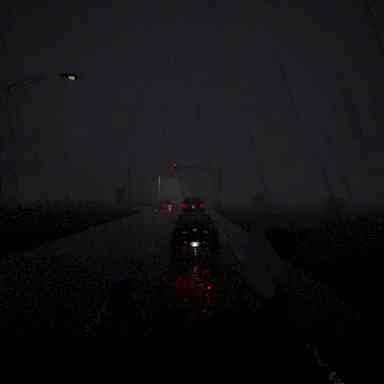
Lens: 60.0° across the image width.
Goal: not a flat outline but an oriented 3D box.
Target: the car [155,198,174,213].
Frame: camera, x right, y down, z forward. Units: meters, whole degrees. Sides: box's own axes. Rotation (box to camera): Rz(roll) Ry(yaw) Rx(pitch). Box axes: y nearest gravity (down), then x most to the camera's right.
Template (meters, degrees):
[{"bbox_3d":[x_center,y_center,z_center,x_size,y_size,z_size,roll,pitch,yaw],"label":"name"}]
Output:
[{"bbox_3d":[-3.476,1.722,42.234,2.097,1.767,4.553,0,0,0],"label":"car"}]

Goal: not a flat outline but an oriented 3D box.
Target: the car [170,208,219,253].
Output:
[{"bbox_3d":[0.108,1.636,14.325,1.837,1.490,4.892,0,-1,0],"label":"car"}]

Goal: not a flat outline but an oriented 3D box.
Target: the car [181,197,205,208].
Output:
[{"bbox_3d":[0.121,1.518,33.417,2.150,2.045,5.566,0,-1,0],"label":"car"}]
